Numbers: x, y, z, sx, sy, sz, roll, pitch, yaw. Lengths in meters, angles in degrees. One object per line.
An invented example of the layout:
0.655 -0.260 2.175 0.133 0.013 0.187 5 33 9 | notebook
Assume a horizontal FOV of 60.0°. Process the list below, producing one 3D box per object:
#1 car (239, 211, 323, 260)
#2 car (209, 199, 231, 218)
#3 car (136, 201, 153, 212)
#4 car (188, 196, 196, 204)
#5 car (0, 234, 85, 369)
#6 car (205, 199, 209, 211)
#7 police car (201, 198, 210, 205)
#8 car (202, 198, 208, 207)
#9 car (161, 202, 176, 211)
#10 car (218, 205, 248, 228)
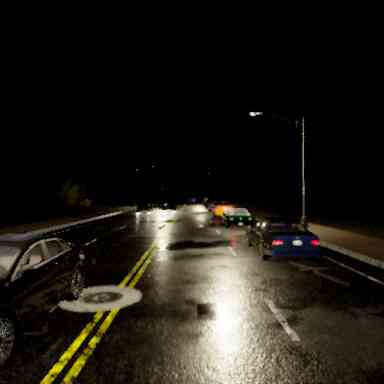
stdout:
3.346 1.689 13.080 2.033 1.411 5.357 0 -1 0 | car
3.243 1.730 35.338 2.097 1.767 4.553 0 -1 0 | car
-6.593 2.002 46.840 1.837 1.490 4.892 0 0 0 | car
-0.015 2.260 87.776 1.882 1.535 5.008 0 -1 0 | car
-3.352 1.555 5.763 2.128 1.511 4.902 0 -1 0 | car
3.242 2.019 46.366 1.812 1.442 4.674 0 -1 0 | car
3.236 2.262 79.475 1.930 1.638 5.238 0 -1 0 | police car
3.240 2.040 57.366 2.033 1.649 4.856 0 -1 0 | car
-3.339 2.081 48.473 1.994 1.385 4.181 0 -1 0 | car
3.246 1.863 24.396 1.895 1.301 4.718 0 -1 0 | car
